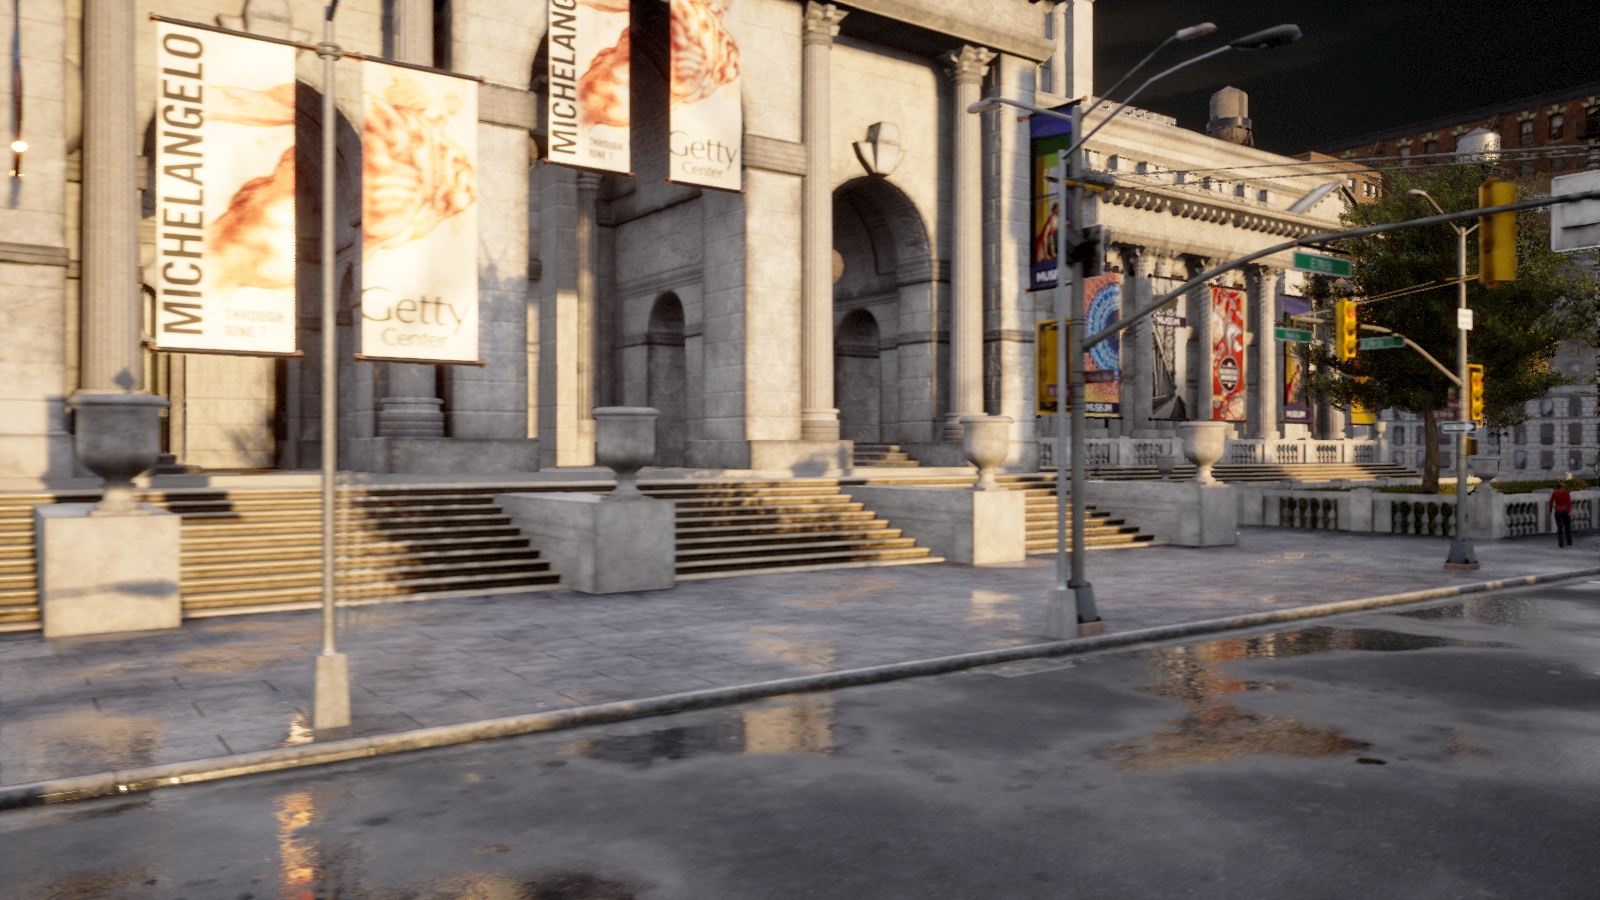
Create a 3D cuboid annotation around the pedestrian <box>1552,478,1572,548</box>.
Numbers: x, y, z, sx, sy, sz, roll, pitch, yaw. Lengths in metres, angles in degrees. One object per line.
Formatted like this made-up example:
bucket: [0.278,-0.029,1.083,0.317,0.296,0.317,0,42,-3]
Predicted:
pedestrian: [20.587,1.704,30.861,0.375,1.860,0.375,0,0,-44]
